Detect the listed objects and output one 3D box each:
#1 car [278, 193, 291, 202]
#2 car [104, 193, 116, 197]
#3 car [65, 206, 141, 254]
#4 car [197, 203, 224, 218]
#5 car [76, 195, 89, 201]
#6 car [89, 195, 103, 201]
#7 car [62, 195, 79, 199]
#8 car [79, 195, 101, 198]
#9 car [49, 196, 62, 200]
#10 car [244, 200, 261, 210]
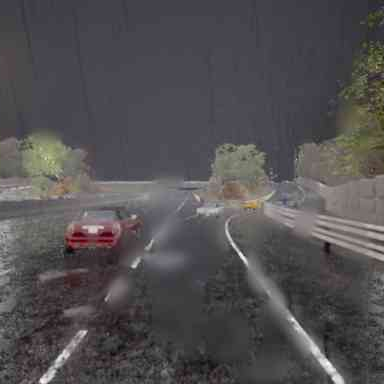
[{"bbox_3d":[22.715,1.557,82.385,2.150,2.045,5.566,0,3,20],"label":"car"},{"bbox_3d":[-20.980,1.248,84.936,2.150,2.045,5.566,0,0,0],"label":"car"},{"bbox_3d":[-3.397,1.351,13.550,2.097,1.767,4.553,0,0,0],"label":"car"},{"bbox_3d":[1.799,1.649,30.423,1.895,1.301,4.718,0,0,12],"label":"car"},{"bbox_3d":[-27.980,1.523,84.968,1.837,1.490,4.892,0,0,0],"label":"car"},{"bbox_3d":[-24.480,1.548,84.967,2.128,1.511,4.902,0,0,0],"label":"car"},{"bbox_3d":[-24.484,1.363,68.747,2.097,1.767,4.553,0,0,0],"label":"car"},{"bbox_3d":[-20.984,1.363,68.747,2.097,1.767,4.553,0,0,0],"label":"car"},{"bbox_3d":[-27.984,1.532,68.718,1.812,1.442,4.674,0,0,0],"label":"car"},{"bbox_3d":[9.692,2.050,53.032,1.882,1.535,5.008,0,-1,25],"label":"car"}]
